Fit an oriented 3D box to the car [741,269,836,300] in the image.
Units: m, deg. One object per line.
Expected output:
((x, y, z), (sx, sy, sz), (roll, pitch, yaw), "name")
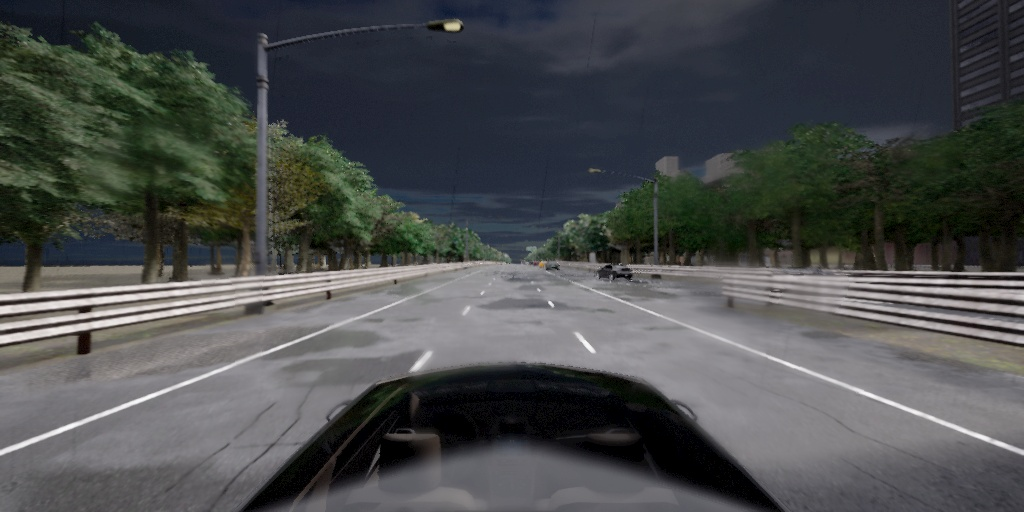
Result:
((14.519, 1.412, 18.608), (2.128, 1.511, 4.902), (0, -1, -21), "car")

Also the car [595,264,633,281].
((9.649, 1.529, 34.211), (1.837, 1.490, 4.892), (0, 0, -12), "car")

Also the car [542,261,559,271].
((6.910, 1.587, 62.508), (2.097, 1.767, 4.553), (0, 0, 1), "car")
